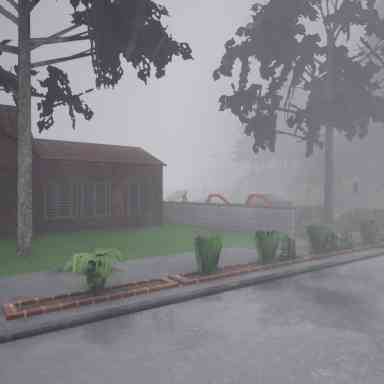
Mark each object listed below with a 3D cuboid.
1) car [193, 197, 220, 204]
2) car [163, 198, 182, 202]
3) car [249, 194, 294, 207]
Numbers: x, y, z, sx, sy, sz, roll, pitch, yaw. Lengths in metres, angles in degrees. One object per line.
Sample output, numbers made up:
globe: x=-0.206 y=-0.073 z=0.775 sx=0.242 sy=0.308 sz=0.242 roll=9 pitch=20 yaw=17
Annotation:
car: x=2.349 y=1.547 z=54.453 sx=2.033 sy=1.411 sz=5.357 roll=0 pitch=0 yaw=-36
car: x=-3.547 y=1.600 z=55.814 sx=1.895 sy=1.301 sz=4.718 roll=0 pitch=0 yaw=-35
car: x=9.017 y=1.221 z=38.084 sx=2.150 sy=2.045 sz=5.566 roll=0 pitch=0 yaw=-36
